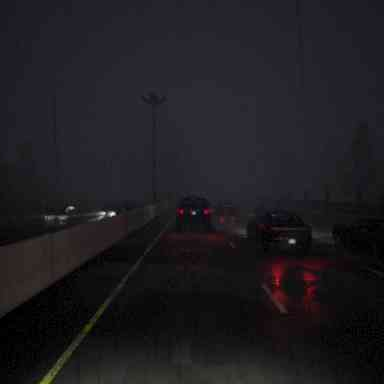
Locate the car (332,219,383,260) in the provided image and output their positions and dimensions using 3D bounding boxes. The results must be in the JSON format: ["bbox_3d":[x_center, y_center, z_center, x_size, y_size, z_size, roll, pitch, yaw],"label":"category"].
[{"bbox_3d":[7.104,1.666,12.630,1.895,1.301,4.718,0,0,0],"label":"car"}]

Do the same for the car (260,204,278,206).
[{"bbox_3d":[7.108,1.760,31.100,1.895,1.301,4.718,0,0,0],"label":"car"}]

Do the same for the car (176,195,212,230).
[{"bbox_3d":[0.106,1.335,21.993,2.150,2.045,5.566,0,0,0],"label":"car"}]

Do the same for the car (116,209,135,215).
[{"bbox_3d":[-7.084,1.679,36.663,2.128,1.511,4.902,0,0,0],"label":"car"}]

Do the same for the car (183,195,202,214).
[{"bbox_3d":[0.114,1.431,40.575,2.150,2.045,5.566,0,0,0],"label":"car"}]

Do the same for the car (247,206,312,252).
[{"bbox_3d":[3.604,1.566,14.388,2.128,1.511,4.902,0,0,0],"label":"car"}]

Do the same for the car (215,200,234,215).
[{"bbox_3d":[3.608,1.682,37.304,2.128,1.511,4.902,0,0,0],"label":"car"}]
